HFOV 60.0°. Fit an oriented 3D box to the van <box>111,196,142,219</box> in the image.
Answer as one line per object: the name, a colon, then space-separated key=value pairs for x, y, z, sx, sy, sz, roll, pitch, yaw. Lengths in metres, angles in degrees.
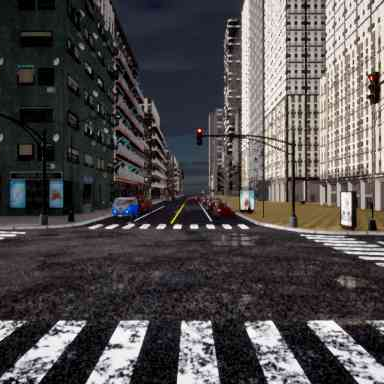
van: x=-5.670 y=1.351 z=28.411 sx=1.690 sy=1.788 sz=3.998 roll=0 pitch=0 yaw=0

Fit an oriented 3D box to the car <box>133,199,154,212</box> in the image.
car: x=-5.667 y=1.560 z=39.467 sx=1.887 sy=1.381 sz=4.507 roll=0 pitch=0 yaw=0

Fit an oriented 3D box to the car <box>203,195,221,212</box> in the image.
car: x=2.715 y=1.456 z=39.462 sx=1.967 sy=1.590 sz=4.097 roll=0 pitch=0 yaw=0

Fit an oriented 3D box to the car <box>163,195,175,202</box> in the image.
car: x=-5.649 y=1.492 z=78.159 sx=1.967 sy=1.590 sz=4.097 roll=0 pitch=0 yaw=0

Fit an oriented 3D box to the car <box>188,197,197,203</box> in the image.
car: x=0.129 y=1.643 z=69.709 sx=1.895 sy=1.301 sz=4.718 roll=0 pitch=0 yaw=0

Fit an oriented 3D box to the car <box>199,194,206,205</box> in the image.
car: x=2.722 y=1.468 z=56.044 sx=1.967 sy=1.590 sz=4.097 roll=0 pitch=0 yaw=0

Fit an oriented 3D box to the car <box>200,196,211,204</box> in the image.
car: x=2.726 y=1.590 z=67.100 sx=2.008 sy=1.369 sz=4.403 roll=0 pitch=0 yaw=0

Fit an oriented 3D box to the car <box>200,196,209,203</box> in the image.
car: x=2.728 y=1.590 z=72.627 sx=1.887 sy=1.381 sz=4.507 roll=0 pitch=0 yaw=0

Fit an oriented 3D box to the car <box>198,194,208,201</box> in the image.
car: x=2.734 y=1.373 z=83.683 sx=2.192 sy=1.841 sz=5.009 roll=0 pitch=0 yaw=0

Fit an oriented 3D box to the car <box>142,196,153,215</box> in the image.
car: x=-5.667 y=1.328 z=33.939 sx=2.192 sy=1.841 sz=5.009 roll=0 pitch=0 yaw=0

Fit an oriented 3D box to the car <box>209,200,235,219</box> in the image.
car: x=2.709 y=1.591 z=28.406 sx=1.802 sy=1.307 sz=4.206 roll=0 pitch=0 yaw=0

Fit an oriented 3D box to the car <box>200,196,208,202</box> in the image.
car: x=2.730 y=1.634 z=78.155 sx=1.802 sy=1.307 sz=4.206 roll=0 pitch=0 yaw=0

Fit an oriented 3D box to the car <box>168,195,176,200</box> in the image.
car: x=-5.643 y=1.640 z=94.742 sx=1.947 sy=1.339 sz=4.313 roll=0 pitch=0 yaw=0
